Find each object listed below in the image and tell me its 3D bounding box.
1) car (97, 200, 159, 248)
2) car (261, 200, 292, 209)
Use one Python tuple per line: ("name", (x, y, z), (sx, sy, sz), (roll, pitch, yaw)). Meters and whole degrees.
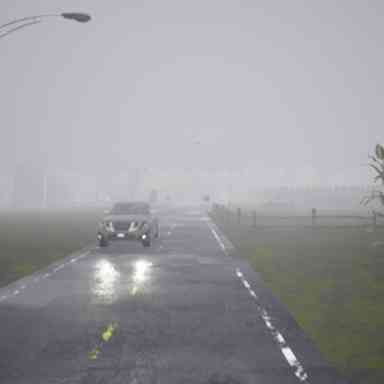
("car", (-2.858, 1.416, 16.145), (2.150, 2.045, 5.566), (0, -1, 0))
("car", (13.857, 1.982, 54.147), (5.008, 1.535, 1.882), (-1, -2, 0))
